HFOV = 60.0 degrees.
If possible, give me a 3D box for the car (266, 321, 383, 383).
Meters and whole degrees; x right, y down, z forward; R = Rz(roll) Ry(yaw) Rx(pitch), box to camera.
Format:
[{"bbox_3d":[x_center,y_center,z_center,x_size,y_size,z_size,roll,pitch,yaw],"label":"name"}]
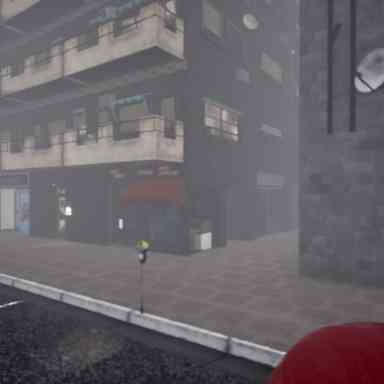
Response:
[{"bbox_3d":[2.599,1.301,1.005,5.009,1.841,2.192,-1,0,36],"label":"car"}]
